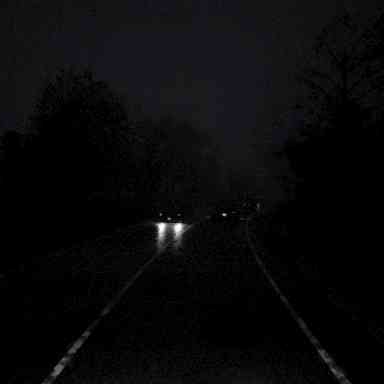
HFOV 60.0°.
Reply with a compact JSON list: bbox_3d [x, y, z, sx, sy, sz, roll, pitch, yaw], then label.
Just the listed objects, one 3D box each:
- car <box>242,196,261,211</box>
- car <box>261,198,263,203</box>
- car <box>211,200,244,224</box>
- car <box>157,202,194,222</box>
[{"bbox_3d":[7.090,1.554,42.179,2.033,1.411,5.357,2,0,19],"label":"car"},{"bbox_3d":[12.567,1.508,65.122,1.812,1.442,4.674,2,1,24],"label":"car"},{"bbox_3d":[2.596,1.542,24.968,1.994,1.385,4.181,1,0,10],"label":"car"},{"bbox_3d":[-1.088,1.463,25.666,2.033,1.411,5.357,1,0,11],"label":"car"}]
